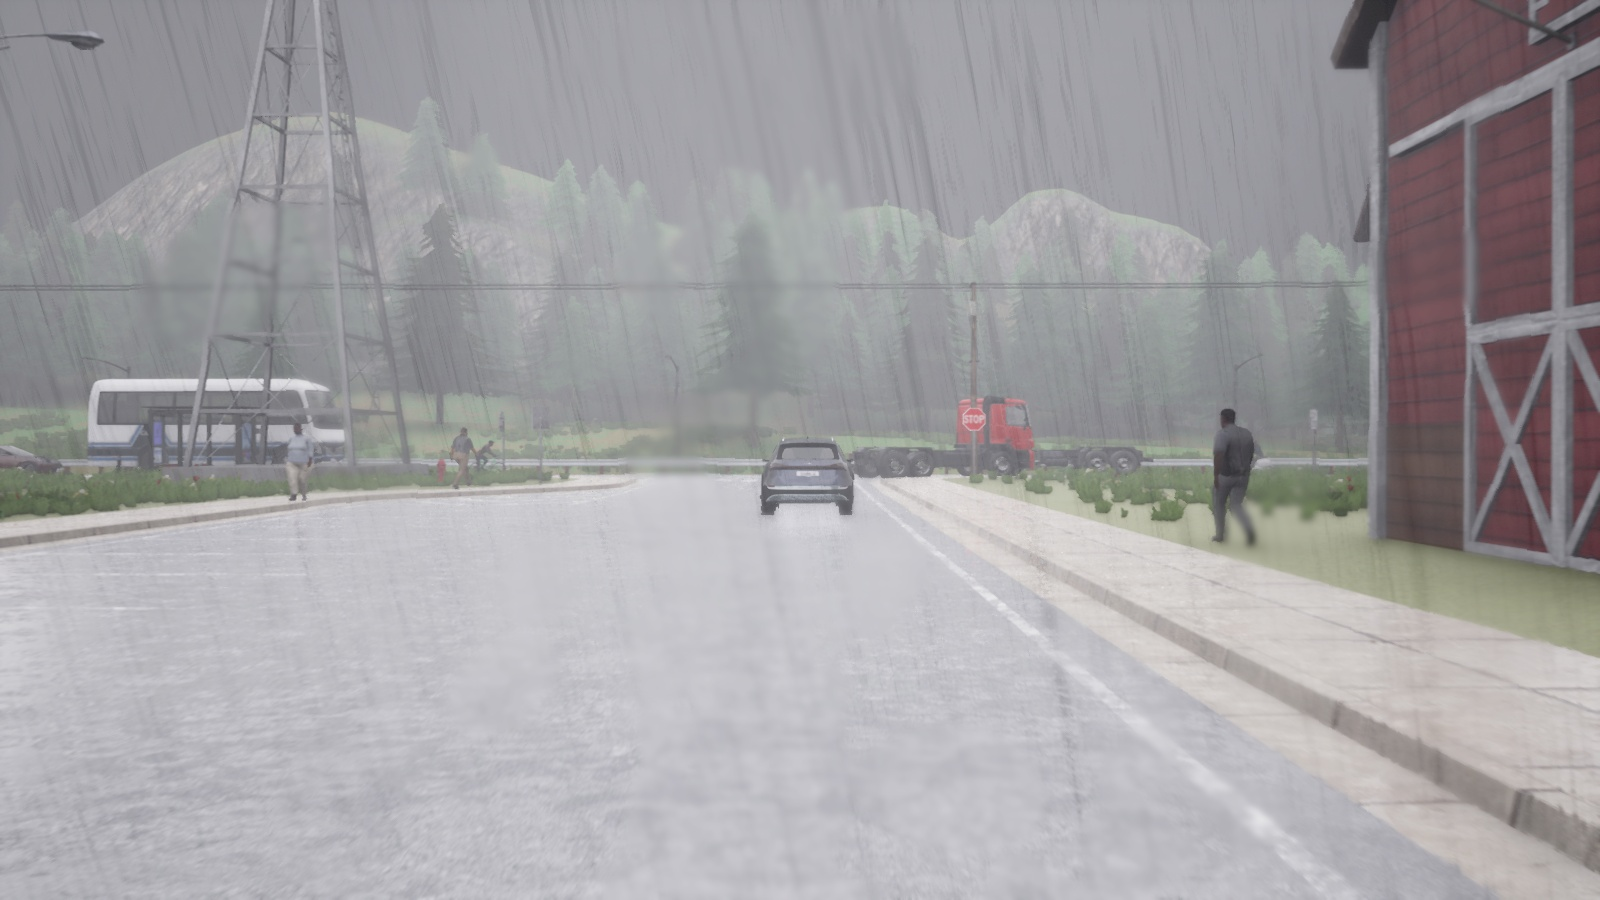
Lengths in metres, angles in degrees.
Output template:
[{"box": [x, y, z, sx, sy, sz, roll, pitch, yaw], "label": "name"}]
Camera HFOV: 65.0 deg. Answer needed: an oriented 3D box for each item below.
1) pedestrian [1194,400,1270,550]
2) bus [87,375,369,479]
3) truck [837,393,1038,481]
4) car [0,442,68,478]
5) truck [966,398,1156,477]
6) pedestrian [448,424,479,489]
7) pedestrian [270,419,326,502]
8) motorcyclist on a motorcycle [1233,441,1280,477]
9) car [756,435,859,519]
[{"box": [5.551, 0.312, 16.170, 0.563, 1.883, 0.849, 0, 0, -12], "label": "pedestrian"}, {"box": [-24.257, -0.952, 53.712, 10.273, 4.253, 3.944, 0, 0, 1], "label": "bus"}, {"box": [5.728, -0.525, 52.138, 7.936, 3.462, 2.891, 0, 0, -25], "label": "truck"}, {"box": [-34.458, 0.415, 53.891, 4.792, 1.488, 2.163, 0, 0, -9], "label": "car"}, {"box": [11.601, -0.543, 56.381, 7.936, 3.462, 2.891, 0, 0, 1], "label": "truck"}, {"box": [-9.724, 0.190, 36.275, 0.540, 1.848, 0.694, 0, 0, 26], "label": "pedestrian"}, {"box": [-11.450, 0.231, 28.661, 0.874, 1.855, 0.900, 0, 0, 3], "label": "pedestrian"}, {"box": [20.415, 0.400, 56.179, 1.817, 1.590, 0.866, 0, 0, 1], "label": "motorcyclist on a motorcycle"}, {"box": [0.170, 0.523, 27.200, 2.033, 1.649, 4.856, 0, 0, 0], "label": "car"}]
